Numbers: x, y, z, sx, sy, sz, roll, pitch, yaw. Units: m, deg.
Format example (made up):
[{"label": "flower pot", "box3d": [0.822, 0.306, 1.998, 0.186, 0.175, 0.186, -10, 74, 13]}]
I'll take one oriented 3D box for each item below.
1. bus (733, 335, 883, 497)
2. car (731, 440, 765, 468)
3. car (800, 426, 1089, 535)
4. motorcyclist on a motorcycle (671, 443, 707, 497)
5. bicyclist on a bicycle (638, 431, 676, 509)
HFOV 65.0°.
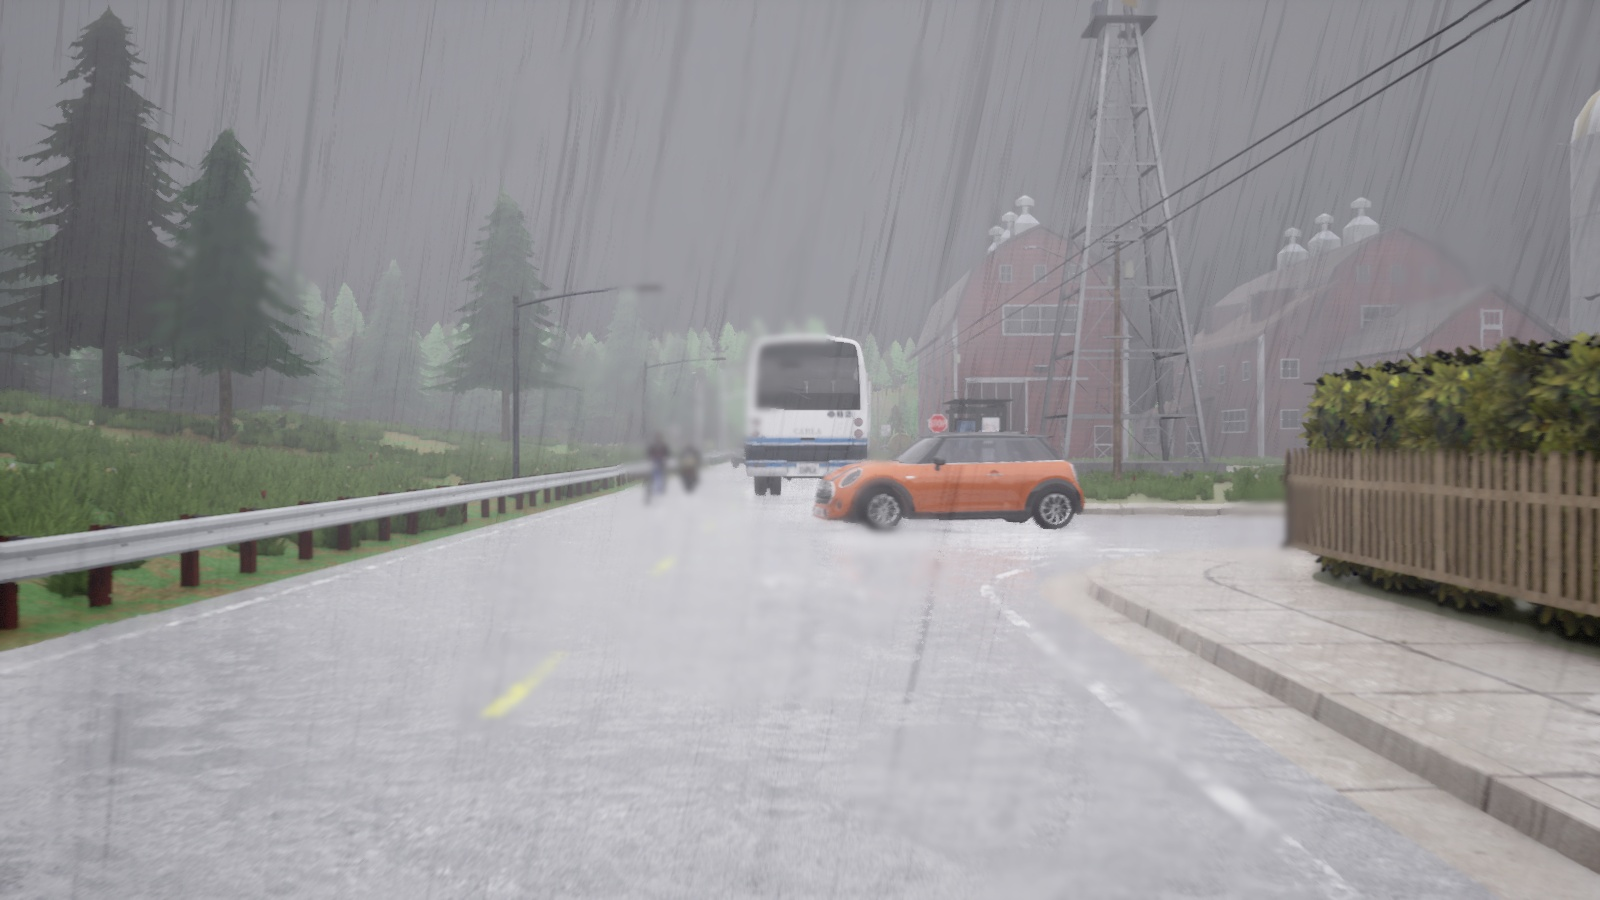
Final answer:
[{"label": "bus", "box3d": [0.233, -0.845, 38.156, 3.944, 4.253, 10.273, 0, -1, 0]}, {"label": "car", "box3d": [-3.058, 0.219, 75.114, 1.851, 1.617, 3.988, 0, 0, 0]}, {"label": "car", "box3d": [2.440, 0.484, 21.800, 4.553, 1.767, 2.097, 0, 0, -11]}, {"label": "motorcyclist on a motorcycle", "box3d": [-3.274, 0.570, 37.147, 0.866, 1.530, 2.191, 0, 0, 0]}, {"label": "bicyclist on a bicycle", "box3d": [-3.318, 0.450, 29.235, 0.659, 1.776, 1.843, 0, 0, 0]}]
